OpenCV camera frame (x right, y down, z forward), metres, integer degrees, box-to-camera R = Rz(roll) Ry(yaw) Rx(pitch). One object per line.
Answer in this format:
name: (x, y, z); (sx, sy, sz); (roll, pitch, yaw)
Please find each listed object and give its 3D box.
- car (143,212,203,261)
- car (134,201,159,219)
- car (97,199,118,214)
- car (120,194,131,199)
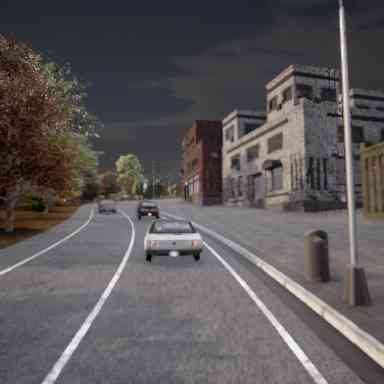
car: (-0.805, 1.666, 12.662); (1.895, 1.301, 4.718); (0, 0, -6)
car: (-4.125, 1.630, 30.346); (1.837, 1.490, 4.892); (1, 0, -14)
car: (-9.010, 1.551, 35.428); (1.837, 1.490, 4.892); (1, 0, -16)
car: (-15.258, 1.252, 76.641); (1.812, 1.442, 4.674); (-1, 0, 5)
